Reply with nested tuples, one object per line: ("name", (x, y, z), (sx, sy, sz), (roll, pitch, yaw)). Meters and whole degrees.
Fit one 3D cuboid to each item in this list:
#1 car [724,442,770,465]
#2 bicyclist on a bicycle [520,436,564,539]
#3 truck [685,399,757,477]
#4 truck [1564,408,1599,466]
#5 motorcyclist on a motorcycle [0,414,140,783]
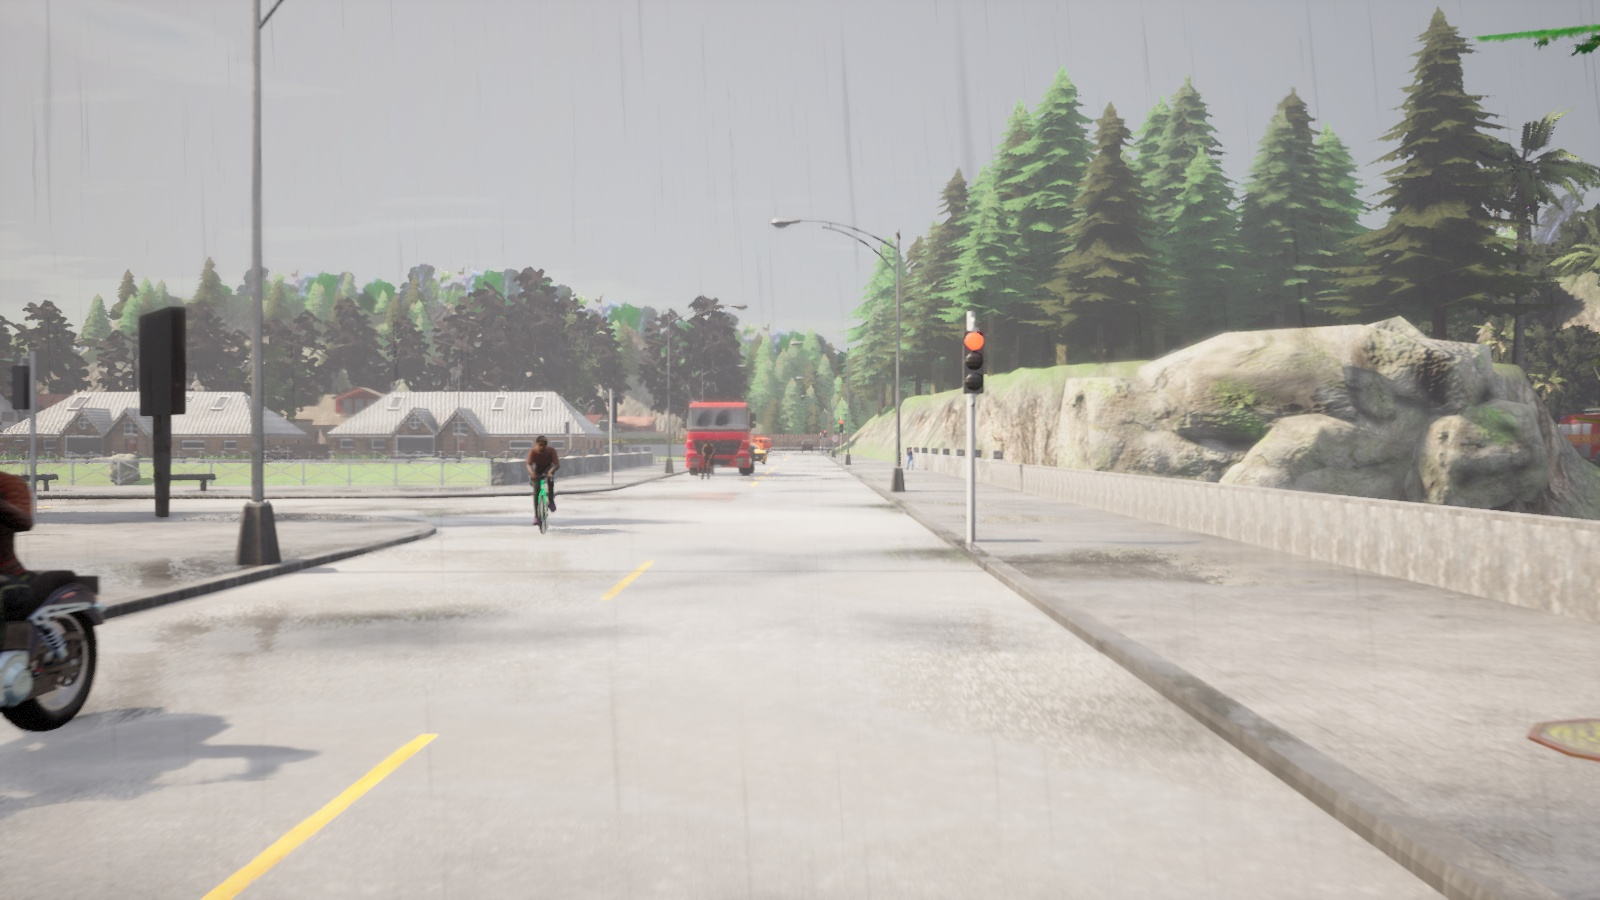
("car", (-3.729, 0.231, 86.932), (1.882, 1.535, 5.008), (0, 0, -18))
("bicyclist on a bicycle", (-4.235, 0.578, 20.694), (0.582, 1.620, 1.656), (-1, 1, -8))
("truck", (-3.639, -0.576, 59.650), (2.891, 3.462, 7.936), (0, 0, 0))
("truck", (53.980, -0.838, 82.183), (2.891, 3.827, 8.468), (0, 0, 0))
("motorcyclist on a motorcycle", (-3.952, 0.662, 5.602), (0.766, 1.649, 2.350), (0, 0, 0))
